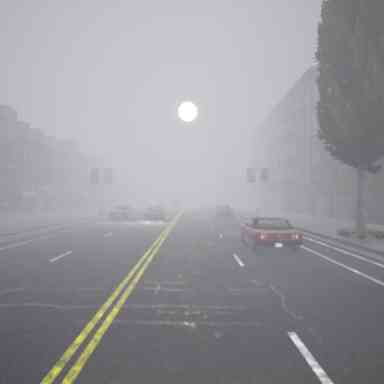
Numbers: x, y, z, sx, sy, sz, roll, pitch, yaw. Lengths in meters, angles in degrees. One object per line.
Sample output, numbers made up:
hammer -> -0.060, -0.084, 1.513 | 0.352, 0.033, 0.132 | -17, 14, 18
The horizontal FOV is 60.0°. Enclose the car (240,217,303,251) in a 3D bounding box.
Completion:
car -> 3.356, 1.784, 15.013 | 1.895, 1.301, 4.718 | 0, -1, 0

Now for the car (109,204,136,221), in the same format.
car -> -6.593, 1.946, 31.782 | 1.837, 1.490, 4.892 | 0, -1, 0

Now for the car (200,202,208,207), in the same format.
car -> 3.258, 3.369, 87.962 | 1.994, 1.385, 4.181 | 0, -2, 0

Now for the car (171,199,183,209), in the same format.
car -> -3.243, 2.548, 72.417 | 2.150, 2.045, 5.566 | 0, -2, 0

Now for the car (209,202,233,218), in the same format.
car -> 3.353, 2.056, 36.039 | 2.033, 1.411, 5.357 | 0, -1, 0

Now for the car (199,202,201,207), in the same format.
car -> 3.257, 2.962, 76.966 | 1.882, 1.535, 5.008 | 0, -2, 0

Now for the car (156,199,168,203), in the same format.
car -> -6.493, 2.542, 72.834 | 2.150, 2.045, 5.566 | 0, -2, 0

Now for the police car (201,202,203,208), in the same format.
police car -> 3.256, 2.610, 66.082 | 1.930, 1.638, 5.238 | 0, -2, 0

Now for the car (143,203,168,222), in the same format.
car -> -3.343, 1.991, 30.893 | 1.994, 1.385, 4.181 | 0, -1, 0

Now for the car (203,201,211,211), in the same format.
car -> 3.255, 2.407, 54.972 | 1.812, 1.442, 4.674 | 0, -1, 0
